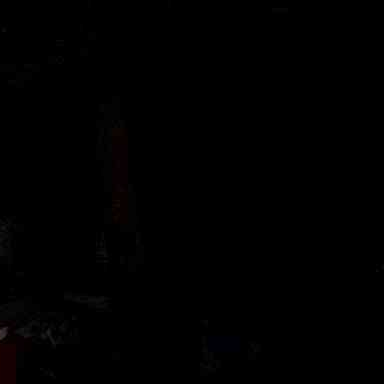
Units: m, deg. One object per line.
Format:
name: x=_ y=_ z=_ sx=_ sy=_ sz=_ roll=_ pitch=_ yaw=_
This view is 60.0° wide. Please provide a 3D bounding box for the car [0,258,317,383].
car: x=-0.886 y=1.573 z=3.423 sx=4.206 sy=1.307 sz=1.802 roll=0 pitch=1 yaw=35
